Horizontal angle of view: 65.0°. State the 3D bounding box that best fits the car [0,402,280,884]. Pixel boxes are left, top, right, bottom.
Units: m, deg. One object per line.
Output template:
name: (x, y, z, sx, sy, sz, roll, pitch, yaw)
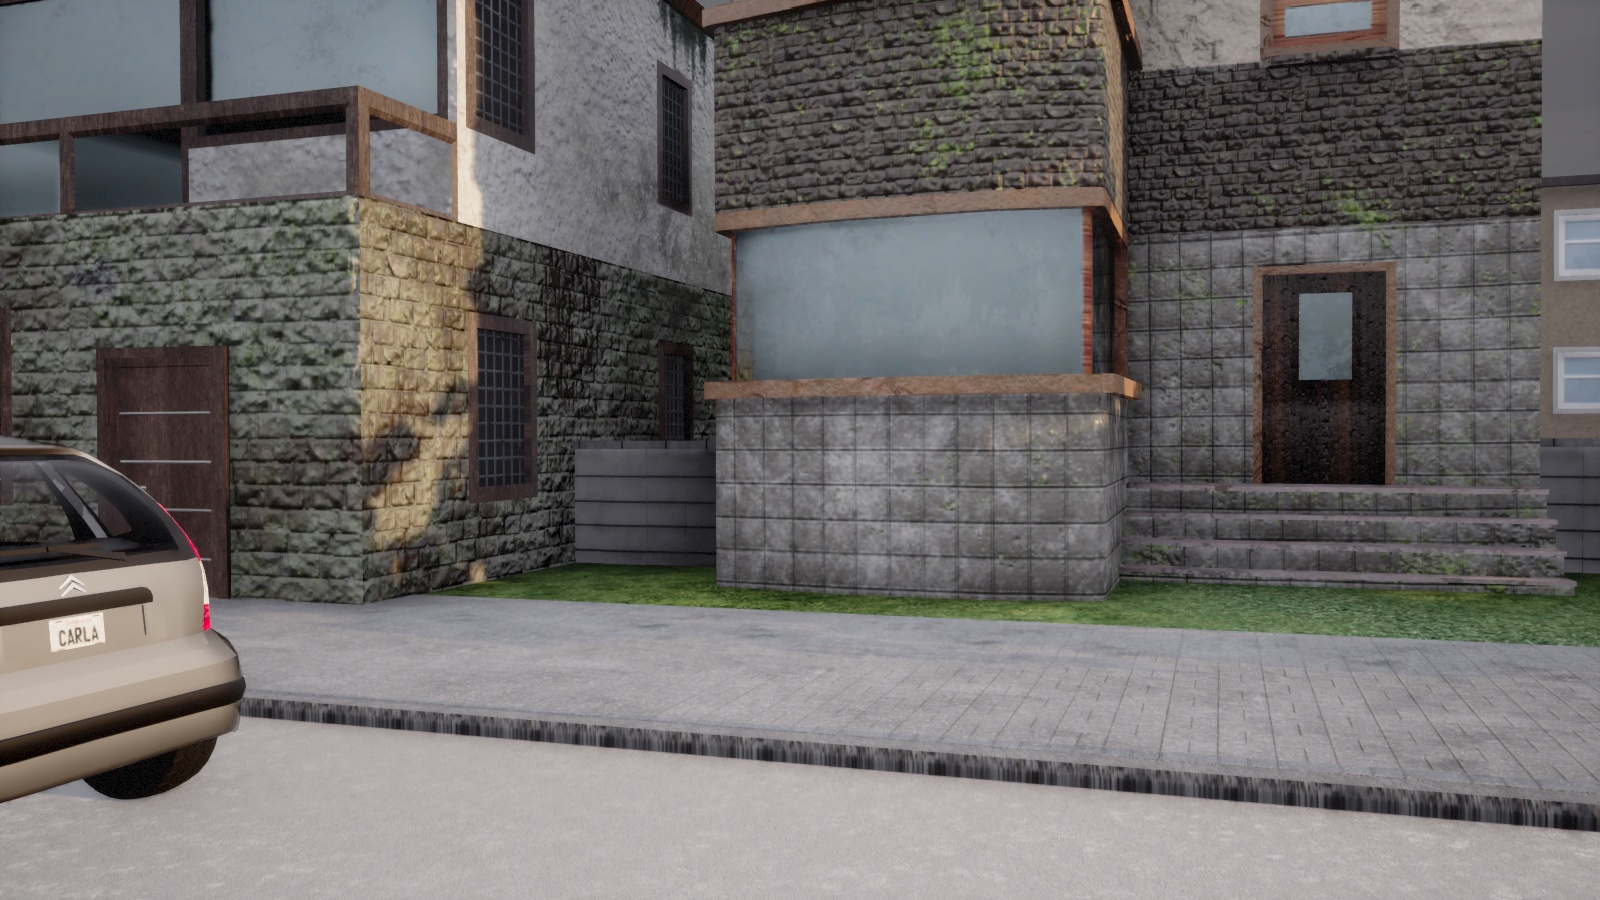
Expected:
car: (-4.446, 0.625, 5.213, 3.988, 1.617, 1.851, 1, 1, 19)
